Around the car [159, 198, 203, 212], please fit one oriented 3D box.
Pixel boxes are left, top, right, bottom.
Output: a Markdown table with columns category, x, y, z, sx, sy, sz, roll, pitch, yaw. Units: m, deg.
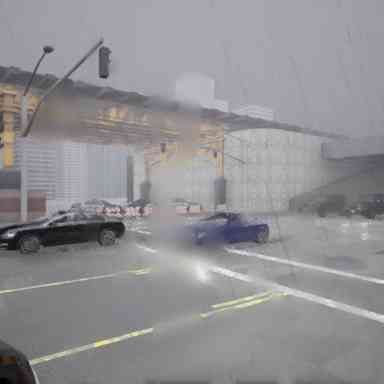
| category | x | y | z | sx | sy | sz | roll | pitch | yaw |
| --- | --- | --- | --- | --- | --- | --- | --- | --- | --- |
| car | -1.325 | 1.453 | 38.563 | 4.974 | 1.542 | 2.038 | 0 | 0 | -7 |

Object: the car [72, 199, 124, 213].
| category | x | y | z | sx | sy | sz | roll | pitch | yaw |
| --- | --- | --- | --- | --- | --- | --- | --- | --- | --- |
| car | -9.018 | 1.295 | 32.109 | 4.536 | 1.218 | 1.853 | 0 | 0 | 8 |

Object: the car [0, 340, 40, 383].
| category | x | y | z | sx | sy | sz | roll | pitch | yaw |
| --- | --- | --- | --- | --- | --- | --- | --- | --- | --- |
| car | -3.294 | 1.492 | 1.421 | 4.902 | 1.511 | 2.128 | 0 | 0 | -35 |

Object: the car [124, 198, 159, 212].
| category | x | y | z | sx | sy | sz | roll | pitch | yaw |
| --- | --- | --- | --- | --- | --- | --- | --- | --- | --- |
| car | -5.211 | 1.295 | 34.845 | 1.853 | 1.218 | 4.536 | 0 | 0 | 18 |

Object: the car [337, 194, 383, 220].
| category | x | y | z | sx | sy | sz | roll | pitch | yaw |
| --- | --- | --- | --- | --- | --- | --- | --- | --- | --- |
| car | 15.093 | 1.221 | 28.379 | 5.566 | 2.045 | 2.150 | 0 | 0 | -37 |

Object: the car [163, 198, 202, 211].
| category | x | y | z | sx | sy | sz | roll | pitch | yaw |
| --- | --- | --- | --- | --- | --- | --- | --- | --- | --- |
| car | -1.376 | 1.295 | 38.556 | 4.536 | 1.218 | 1.853 | 0 | 0 | -7 |

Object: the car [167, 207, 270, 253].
| category | x | y | z | sx | sy | sz | roll | pitch | yaw |
| --- | --- | --- | --- | --- | --- | --- | --- | --- | --- |
| car | 1.448 | 1.525 | 13.911 | 4.674 | 1.442 | 1.812 | 0 | 0 | -43 |

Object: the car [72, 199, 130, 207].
| category | x | y | z | sx | sy | sz | roll | pitch | yaw |
| --- | --- | --- | --- | --- | --- | --- | --- | --- | --- |
| car | -8.967 | 1.453 | 32.102 | 4.974 | 1.542 | 2.038 | 0 | 0 | 8 |

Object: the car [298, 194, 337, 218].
| category | x | y | z | sx | sy | sz | roll | pitch | yaw |
| --- | --- | --- | --- | --- | --- | --- | --- | --- | --- |
| car | 12.022 | 1.221 | 30.418 | 5.566 | 2.045 | 2.150 | 0 | 0 | -38 |

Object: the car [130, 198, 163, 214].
| category | x | y | z | sx | sy | sz | roll | pitch | yaw |
| --- | --- | --- | --- | --- | --- | --- | --- | --- | --- |
| car | -5.227 | 1.453 | 34.795 | 2.038 | 1.542 | 4.974 | 0 | 0 | 18 |

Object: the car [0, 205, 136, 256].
| category | x | y | z | sx | sy | sz | roll | pitch | yaw |
| --- | --- | --- | --- | --- | --- | --- | --- | --- | --- |
| car | -5.047 | 1.492 | 13.337 | 4.902 | 1.511 | 2.128 | 0 | 0 | -36 |
